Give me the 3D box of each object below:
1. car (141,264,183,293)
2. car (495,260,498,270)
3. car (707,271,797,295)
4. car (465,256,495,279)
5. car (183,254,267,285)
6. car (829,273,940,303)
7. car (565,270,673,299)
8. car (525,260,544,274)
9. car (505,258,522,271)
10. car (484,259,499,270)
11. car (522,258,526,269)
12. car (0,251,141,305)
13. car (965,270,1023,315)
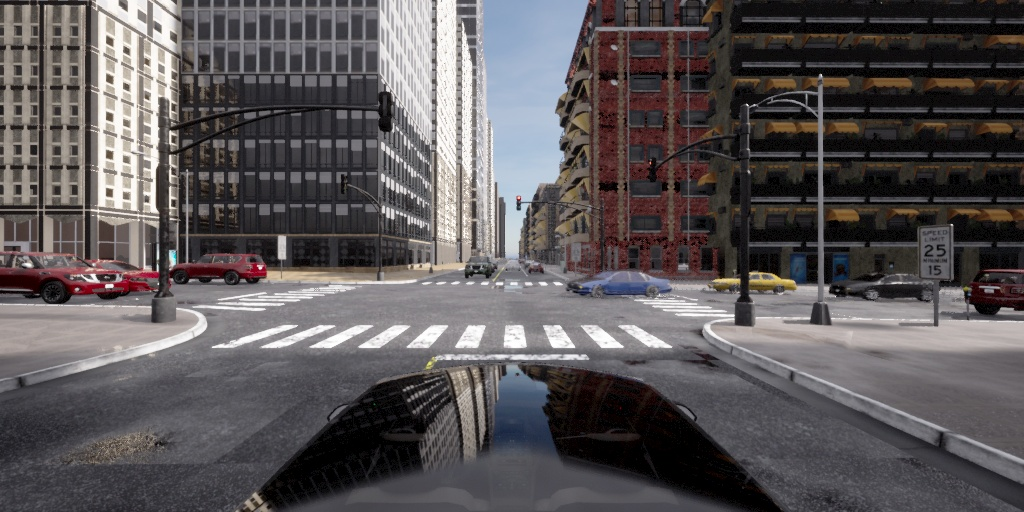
[{"bbox_3d":[-18.151,0.916,15.951,5.008,1.535,1.882,1,0,0],"label":"car"},{"bbox_3d":[-3.063,1.286,43.688,1.812,1.442,4.674,0,0,0],"label":"car"},{"bbox_3d":[14.645,1.587,22.003,4.829,1.417,1.751,0,0,0],"label":"car"},{"bbox_3d":[-3.077,0.977,33.614,2.150,2.045,5.566,0,0,0],"label":"car"},{"bbox_3d":[-17.695,0.776,21.744,5.009,1.841,2.192,0,0,0],"label":"car"},{"bbox_3d":[20.088,1.656,19.457,4.892,1.490,1.837,1,0,0],"label":"car"},{"bbox_3d":[5.530,1.429,18.542,5.357,1.411,2.033,1,0,-14],"label":"car"},{"bbox_3d":[2.770,1.341,41.709,1.802,1.307,4.207,0,0,0],"label":"car"},{"bbox_3d":[0.134,1.289,50.097,1.812,1.442,4.674,0,0,0],"label":"car"},{"bbox_3d":[-3.051,1.244,53.961,1.882,1.535,5.008,0,0,0],"label":"car"},{"bbox_3d":[2.729,1.317,54.626,2.007,1.370,4.403,0,0,0],"label":"car"},{"bbox_3d":[-17.567,0.757,13.365,5.009,1.841,2.192,0,0,0],"label":"car"},{"bbox_3d":[20.607,1.461,13.703,5.009,1.841,2.192,0,0,0],"label":"car"}]
